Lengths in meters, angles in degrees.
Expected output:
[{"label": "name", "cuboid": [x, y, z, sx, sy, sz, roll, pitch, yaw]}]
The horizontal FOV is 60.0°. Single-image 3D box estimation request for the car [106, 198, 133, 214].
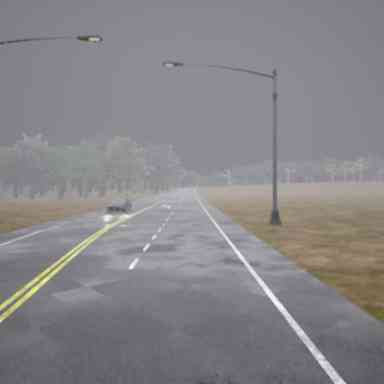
[{"label": "car", "cuboid": [-7.298, 1.337, 33.770, 1.882, 1.535, 5.008, 0, 1, 0]}]
